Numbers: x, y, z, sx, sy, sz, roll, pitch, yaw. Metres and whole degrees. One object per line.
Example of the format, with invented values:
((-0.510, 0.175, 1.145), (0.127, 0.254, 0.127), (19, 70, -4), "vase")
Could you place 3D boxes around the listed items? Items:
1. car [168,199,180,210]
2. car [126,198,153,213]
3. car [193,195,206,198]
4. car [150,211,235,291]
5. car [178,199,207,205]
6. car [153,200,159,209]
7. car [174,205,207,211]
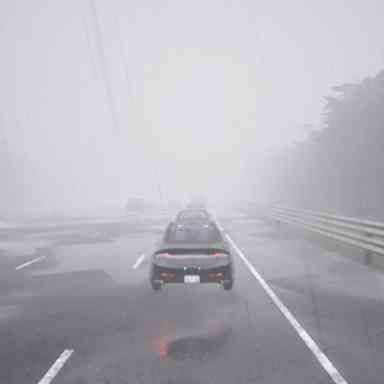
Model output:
((-2.405, 1.770, 47.960), (2.033, 1.411, 5.357), (0, -1, 2), "car")
((-6.245, 1.506, 38.700), (2.097, 1.767, 4.553), (0, 0, 2), "car")
((1.092, 1.432, 47.591), (2.150, 2.045, 5.566), (0, -1, 2), "car")
((0.008, 1.509, 9.005), (2.128, 1.511, 4.902), (0, 0, 0), "car")
((0.271, 1.597, 27.692), (2.033, 1.411, 5.357), (0, 0, 2), "car")
((-5.904, 1.832, 47.959), (1.895, 1.301, 4.718), (0, 0, 2), "car")
((0.071, 1.623, 18.193), (1.895, 1.301, 4.718), (0, 0, 1), "car")
